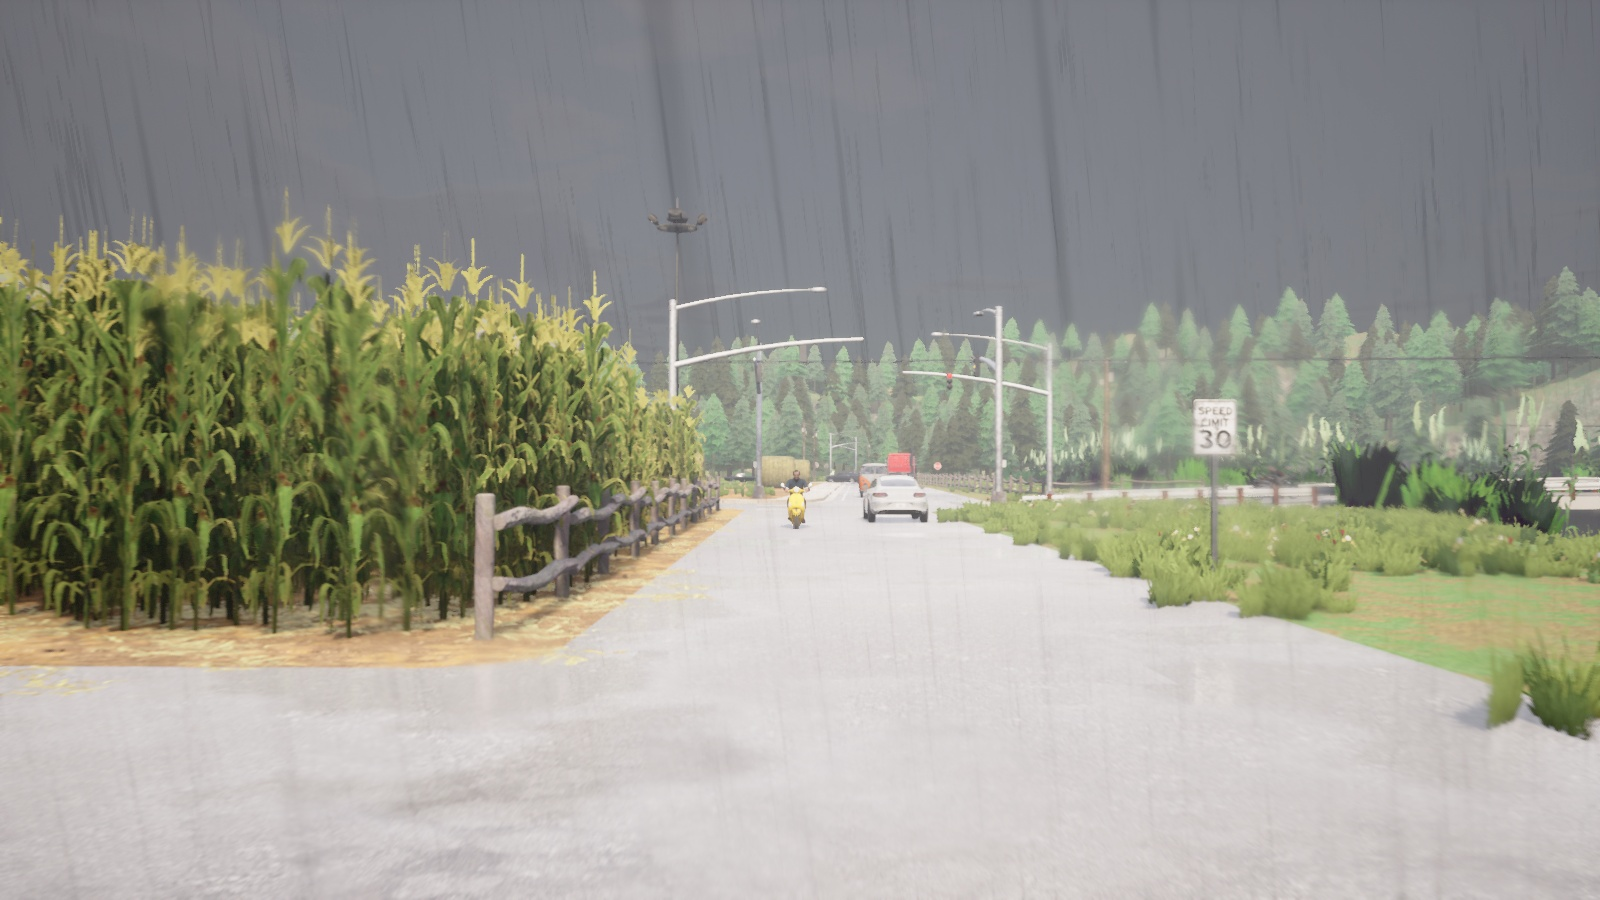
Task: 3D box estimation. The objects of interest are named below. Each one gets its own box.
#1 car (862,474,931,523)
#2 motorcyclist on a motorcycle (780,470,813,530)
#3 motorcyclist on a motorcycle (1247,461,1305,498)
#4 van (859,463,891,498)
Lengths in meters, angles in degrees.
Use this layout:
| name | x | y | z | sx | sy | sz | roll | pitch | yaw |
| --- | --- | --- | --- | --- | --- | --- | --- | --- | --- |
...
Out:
| name | x | y | z | sx | sy | sz | roll | pitch | yaw |
| --- | --- | --- | --- | --- | --- | --- | --- | --- | --- |
| car | 3.002 | 1.495 | 39.828 | 1.812 | 1.442 | 4.674 | 0 | -1 | 0 |
| motorcyclist on a motorcycle | -0.085 | 1.338 | 34.000 | 0.866 | 1.590 | 1.817 | 0 | -1 | 0 |
| motorcyclist on a motorcycle | 21.383 | 1.339 | 56.479 | 2.191 | 1.530 | 0.866 | -3 | -1 | 5 |
| van | 4.341 | 1.744 | 73.385 | 1.775 | 1.987 | 4.442 | 0 | -1 | 3 |
